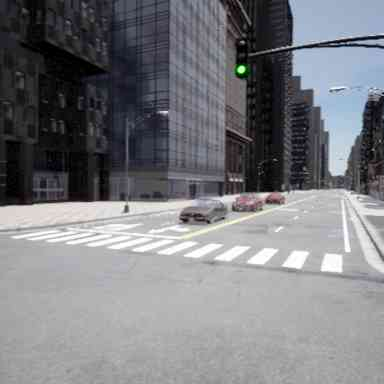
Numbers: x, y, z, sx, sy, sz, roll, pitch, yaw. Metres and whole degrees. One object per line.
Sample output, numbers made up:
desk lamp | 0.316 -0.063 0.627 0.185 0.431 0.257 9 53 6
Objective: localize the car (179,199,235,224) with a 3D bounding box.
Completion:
car | 0.974 1.188 21.774 2.033 1.411 5.357 1 1 22

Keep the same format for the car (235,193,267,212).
car | 5.268 0.878 31.229 2.097 1.767 4.553 1 1 24

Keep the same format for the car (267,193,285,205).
car | 11.094 0.847 44.145 1.882 1.535 5.008 1 1 24
